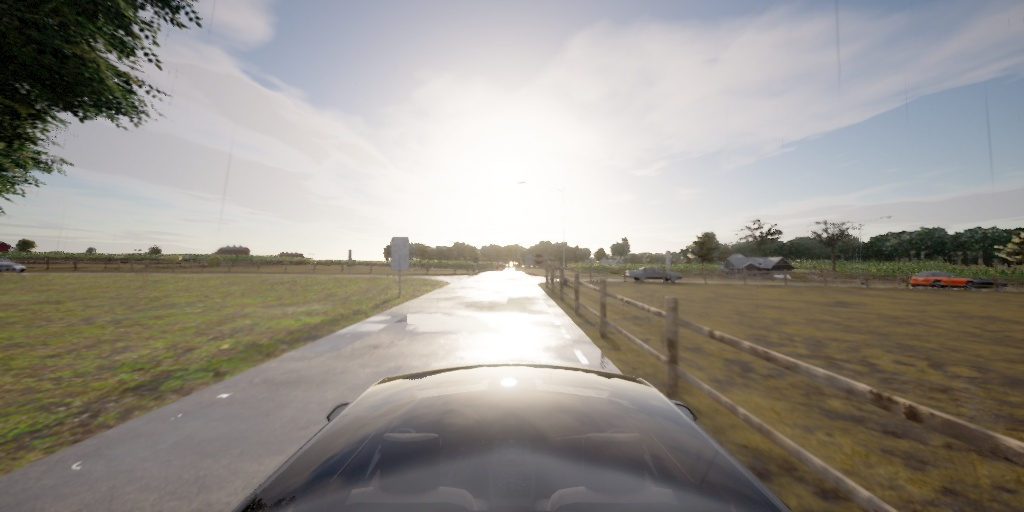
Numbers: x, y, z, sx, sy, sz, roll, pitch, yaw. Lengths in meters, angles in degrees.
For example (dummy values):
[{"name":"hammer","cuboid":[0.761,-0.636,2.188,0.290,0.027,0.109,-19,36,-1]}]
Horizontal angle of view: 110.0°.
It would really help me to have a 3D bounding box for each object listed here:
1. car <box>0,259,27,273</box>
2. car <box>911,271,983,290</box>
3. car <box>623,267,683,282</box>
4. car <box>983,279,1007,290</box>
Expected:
[{"name":"car","cuboid":[-51.858,0.984,35.951,4.902,1.511,2.128,0,-2,0]},{"name":"car","cuboid":[42.603,2.350,35.436,4.553,1.767,2.097,2,-2,1]},{"name":"car","cuboid":[13.938,1.815,35.620,5.357,1.411,2.033,1,-2,0]},{"name":"car","cuboid":[49.124,2.919,38.168,4.718,1.301,1.895,2,-2,0]}]
